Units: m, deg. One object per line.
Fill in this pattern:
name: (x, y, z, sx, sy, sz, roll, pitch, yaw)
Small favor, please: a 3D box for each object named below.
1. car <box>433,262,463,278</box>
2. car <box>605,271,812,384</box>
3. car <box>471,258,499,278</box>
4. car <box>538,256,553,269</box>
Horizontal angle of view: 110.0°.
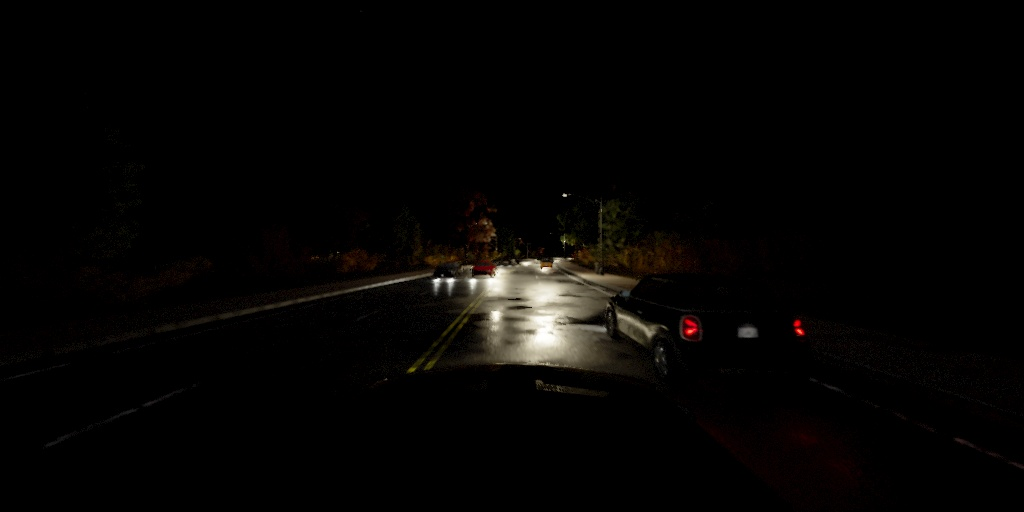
car: (-5.881, 1.273, 33.622, 2.033, 1.411, 5.357, 0, 0, 3)
car: (3.386, 1.109, 7.251, 2.097, 1.767, 4.553, 0, 0, 0)
car: (-2.607, 1.210, 33.886, 1.882, 1.535, 5.008, 0, 0, 3)
car: (5.157, 1.178, 53.922, 1.801, 1.575, 5.366, 0, 0, 4)
